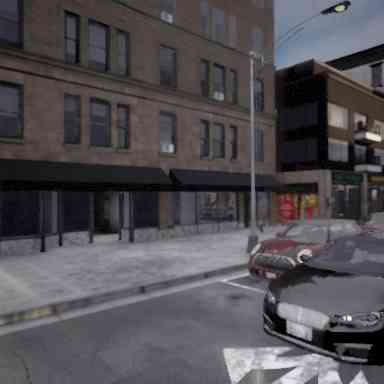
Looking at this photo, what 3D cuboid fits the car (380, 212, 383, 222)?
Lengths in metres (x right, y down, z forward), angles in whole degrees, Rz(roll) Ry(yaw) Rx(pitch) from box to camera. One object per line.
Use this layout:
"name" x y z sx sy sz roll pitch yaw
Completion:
"car" 7.641 1.526 13.009 4.097 1.590 1.967 0 -1 -41

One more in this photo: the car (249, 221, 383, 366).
"car" 3.245 1.535 5.913 4.902 1.511 2.128 0 -1 -41

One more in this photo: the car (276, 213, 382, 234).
"car" 3.452 1.521 9.428 4.097 1.590 1.967 0 -1 -41
